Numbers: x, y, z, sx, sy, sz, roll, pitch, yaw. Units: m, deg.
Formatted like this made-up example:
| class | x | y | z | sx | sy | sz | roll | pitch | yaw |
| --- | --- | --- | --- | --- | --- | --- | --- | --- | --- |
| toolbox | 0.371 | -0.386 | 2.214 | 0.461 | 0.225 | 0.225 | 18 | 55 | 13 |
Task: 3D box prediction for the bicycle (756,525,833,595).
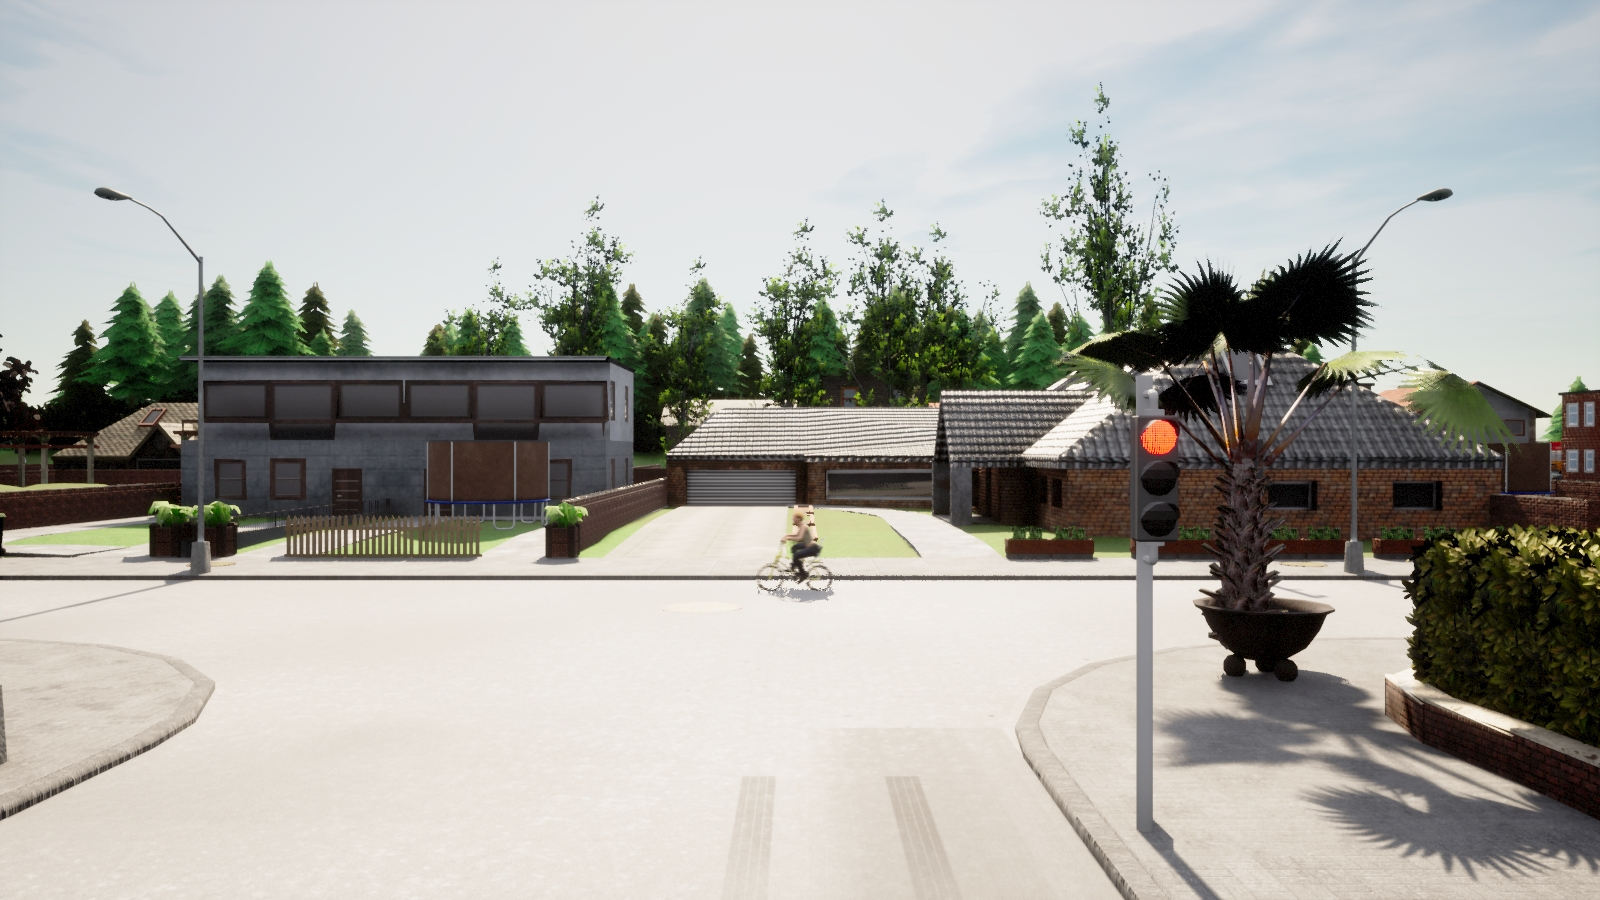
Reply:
| class | x | y | z | sx | sy | sz | roll | pitch | yaw |
| --- | --- | --- | --- | --- | --- | --- | --- | --- | --- |
| bicycle | -0.106 | 2.149 | 22.444 | 1.487 | 1.276 | 0.859 | 0 | 0 | 0 |
